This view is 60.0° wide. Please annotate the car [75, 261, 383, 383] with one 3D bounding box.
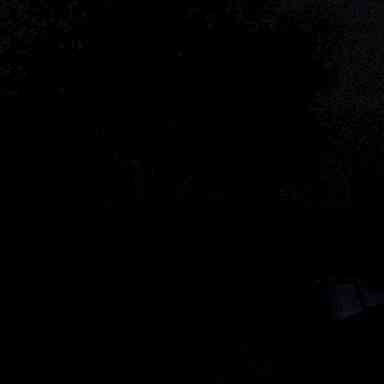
[{"bbox_3d":[0.927,1.564,3.700,4.181,1.385,1.994,0,0,-35],"label":"car"}]
